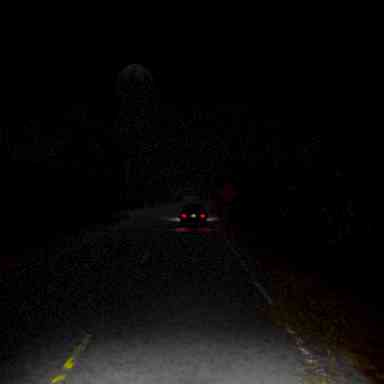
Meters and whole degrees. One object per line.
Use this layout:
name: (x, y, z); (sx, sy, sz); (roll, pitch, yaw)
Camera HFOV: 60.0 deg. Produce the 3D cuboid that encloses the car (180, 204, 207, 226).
car: (0.111, 1.536, 23.244); (2.033, 1.411, 5.357); (0, 0, 0)
